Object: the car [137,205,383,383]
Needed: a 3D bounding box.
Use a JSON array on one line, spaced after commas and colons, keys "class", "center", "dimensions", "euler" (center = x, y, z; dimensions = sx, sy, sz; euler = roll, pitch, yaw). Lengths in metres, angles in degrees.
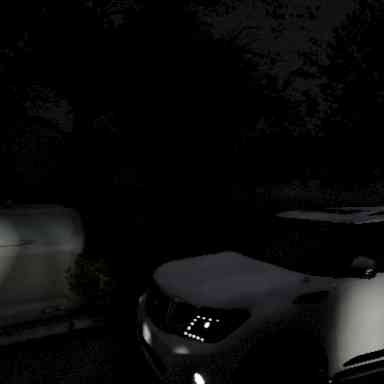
[{"class": "car", "center": [2.082, 1.231, 4.667], "dimensions": [5.566, 2.045, 2.150], "euler": [1, -1, -21]}]
